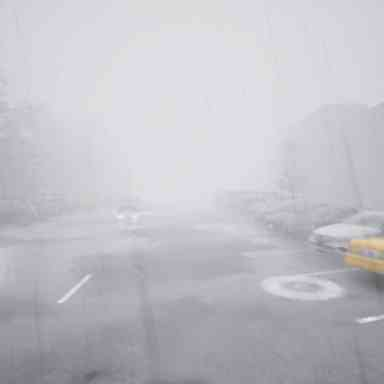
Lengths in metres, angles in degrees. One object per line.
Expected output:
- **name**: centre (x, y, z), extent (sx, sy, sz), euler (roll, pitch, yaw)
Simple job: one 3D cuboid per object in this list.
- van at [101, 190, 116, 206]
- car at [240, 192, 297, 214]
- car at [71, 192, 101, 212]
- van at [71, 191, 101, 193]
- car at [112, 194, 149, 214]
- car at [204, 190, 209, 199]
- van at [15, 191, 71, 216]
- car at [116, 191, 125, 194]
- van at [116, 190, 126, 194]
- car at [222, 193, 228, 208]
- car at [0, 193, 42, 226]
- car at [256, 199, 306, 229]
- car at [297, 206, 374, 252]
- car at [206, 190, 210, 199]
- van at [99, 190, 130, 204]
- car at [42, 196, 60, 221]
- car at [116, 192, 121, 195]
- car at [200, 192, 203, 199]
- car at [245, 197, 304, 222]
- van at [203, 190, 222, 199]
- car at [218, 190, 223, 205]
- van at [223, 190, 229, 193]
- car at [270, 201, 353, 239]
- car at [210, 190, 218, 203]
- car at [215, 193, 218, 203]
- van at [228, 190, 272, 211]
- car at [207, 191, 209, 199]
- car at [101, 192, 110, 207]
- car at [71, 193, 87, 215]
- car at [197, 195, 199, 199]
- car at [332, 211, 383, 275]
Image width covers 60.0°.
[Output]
- **van**: centre (-12.006, 0.834, 40.457), extent (4.442, 1.987, 1.878), euler (-1, 0, -21)
- **car**: centre (6.052, 1.083, 23.065), extent (4.553, 1.767, 2.185), euler (0, 1, -21)
- **car**: centre (-11.778, 1.139, 31.649), extent (5.366, 1.575, 1.946), euler (-1, 0, -21)
- **van**: centre (-12.114, 0.893, 34.478), extent (4.442, 1.987, 1.878), euler (-1, 1, -21)
- **car**: centre (-5.644, 1.200, 31.217), extent (2.033, 1.411, 5.357), euler (0, 1, -1)
- **car**: centre (5.506, 0.876, 61.248), extent (5.366, 1.575, 1.946), euler (1, 0, -21)
- **van**: centre (-11.952, 0.985, 25.644), extent (4.442, 1.987, 1.878), euler (-1, 1, -21)
- **car**: centre (-12.221, 1.053, 46.303), extent (4.674, 1.452, 2.002), euler (-1, 0, -21)
- **van**: centre (-12.379, 0.767, 49.195), extent (4.442, 1.987, 1.878), euler (-1, 1, -21)
- **car**: centre (5.855, 1.113, 31.858), extent (5.008, 1.535, 2.097), euler (0, 0, -21)
- **car**: centre (-11.712, 1.148, 19.816), extent (4.553, 1.767, 2.185), euler (-1, 1, -21)
- **car**: centre (6.099, 1.306, 17.180), extent (4.792, 1.488, 2.163), euler (0, 1, -21)
- **car**: centre (6.235, 1.386, 11.326), extent (4.674, 1.452, 2.002), euler (0, 1, -21)
- **car**: centre (5.611, 0.915, 55.388), extent (5.366, 1.575, 1.946), euler (1, 0, -21)
- **van**: centre (-12.217, 0.742, 52.231), extent (4.442, 1.987, 1.878), euler (-1, 0, -21)
- **car**: centre (-11.818, 1.271, 22.739), extent (4.792, 1.488, 2.163), euler (-1, 1, -21)
- **car**: centre (-12.165, 1.077, 43.358), extent (4.674, 1.452, 2.002), euler (-1, 0, -21)
- **car**: centre (4.988, 0.814, 69.915), extent (5.366, 1.575, 1.946), euler (1, 0, -21)
- **car**: centre (6.080, 1.243, 20.126), extent (4.892, 1.521, 2.231), euler (0, 1, -21)
- **van**: centre (5.006, 0.626, 81.754), extent (4.442, 1.987, 1.878), euler (1, -2, -21)
- **car**: centre (5.728, 0.929, 37.714), extent (4.553, 1.767, 2.185), euler (0, 0, -21)
- **van**: centre (5.918, 0.859, 34.834), extent (4.442, 1.987, 1.878), euler (0, 0, -21)
- **car**: centre (6.190, 1.313, 14.255), extent (4.892, 1.521, 2.231), euler (0, 1, -21)
- **car**: centre (5.678, 0.753, 43.600), extent (5.566, 2.045, 2.435), euler (1, 0, -21)
- **car**: centre (5.705, 1.070, 40.654), extent (4.674, 1.452, 2.002), euler (0, 1, -21)
- **van**: centre (5.811, 0.917, 28.876), extent (4.442, 1.987, 1.878), euler (0, 1, -21)
- **car**: centre (5.458, 0.966, 52.380), extent (4.792, 1.488, 2.163), euler (1, 1, -21)
- **car**: centre (-12.052, 1.128, 37.465), extent (4.674, 1.452, 2.002), euler (-1, 1, -21)
- **car**: centre (-11.889, 1.176, 28.637), extent (4.892, 1.521, 2.231), euler (-1, 1, -21)
- **car**: centre (4.921, 0.984, 87.625), extent (5.366, 1.575, 1.946), euler (1, -2, -21)
- **car**: centre (6.456, 1.379, 8.464), extent (5.366, 1.575, 1.946), euler (0, 0, -21)
